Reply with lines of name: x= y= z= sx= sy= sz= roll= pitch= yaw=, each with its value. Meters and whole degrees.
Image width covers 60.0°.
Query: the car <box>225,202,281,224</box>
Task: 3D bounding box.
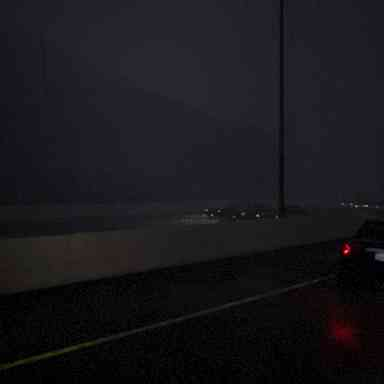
car: x=4.819 y=1.558 z=25.978 sx=4.674 sy=1.442 sz=1.812 roll=0 pitch=0 yaw=-42

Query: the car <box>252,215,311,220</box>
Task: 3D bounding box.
car: x=6.406 y=1.629 z=22.701 sx=4.718 sy=1.301 sz=1.895 roll=0 pitch=0 yaw=-41

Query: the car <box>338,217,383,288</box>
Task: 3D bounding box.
car: x=5.575 y=1.362 z=8.134 sx=4.553 sy=1.767 sz=2.097 roll=0 pitch=0 yaw=-38
